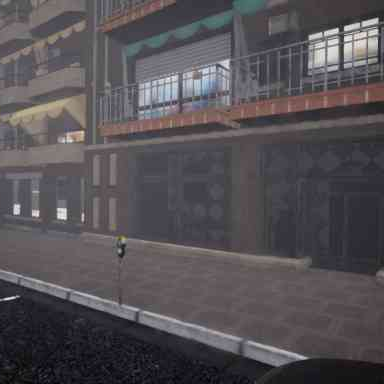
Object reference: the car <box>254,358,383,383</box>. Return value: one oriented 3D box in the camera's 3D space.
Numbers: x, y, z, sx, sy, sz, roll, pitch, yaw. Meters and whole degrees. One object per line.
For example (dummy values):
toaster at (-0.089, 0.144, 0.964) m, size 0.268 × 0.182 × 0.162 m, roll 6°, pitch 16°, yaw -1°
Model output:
car at (2.147, 1.551, 1.326) m, size 4.403 × 1.369 × 2.008 m, roll 0°, pitch 1°, yaw 36°
